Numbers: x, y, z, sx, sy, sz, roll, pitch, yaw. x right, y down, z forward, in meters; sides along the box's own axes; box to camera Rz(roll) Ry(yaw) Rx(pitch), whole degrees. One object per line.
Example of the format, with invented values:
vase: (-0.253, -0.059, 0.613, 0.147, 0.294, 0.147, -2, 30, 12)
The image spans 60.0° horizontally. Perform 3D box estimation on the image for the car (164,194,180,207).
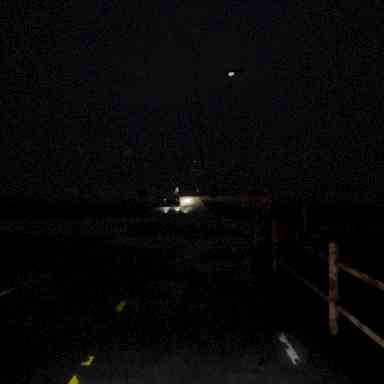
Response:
car: (-2.736, 1.069, 45.906, 2.097, 1.767, 4.553, 0, 0, 0)
